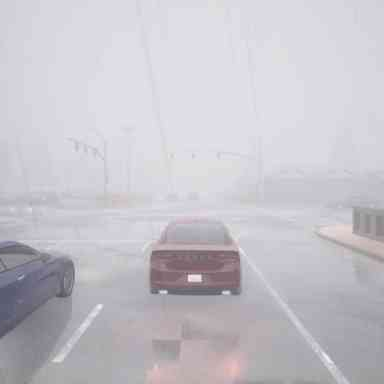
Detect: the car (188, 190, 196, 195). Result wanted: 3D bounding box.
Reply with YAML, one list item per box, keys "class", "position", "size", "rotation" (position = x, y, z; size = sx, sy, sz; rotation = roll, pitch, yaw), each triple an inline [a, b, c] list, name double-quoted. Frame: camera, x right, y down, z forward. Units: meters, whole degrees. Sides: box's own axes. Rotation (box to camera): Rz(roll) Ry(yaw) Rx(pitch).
- class: "car"
  position: [0.017, 0.104, 88.062]
  size: [1.895, 1.301, 4.718]
  rotation: [0, 1, 0]

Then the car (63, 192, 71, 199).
- class: "car"
  position: [-21.061, 0.639, 57.469]
  size: [1.895, 1.301, 4.718]
  rotation: [0, 1, 0]

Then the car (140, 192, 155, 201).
- class: "car"
  position: [-6.890, 0.686, 51.622]
  size: [2.033, 1.411, 5.357]
  rotation: [0, 1, 0]

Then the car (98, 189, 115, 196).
- class: "car"
  position: [-17.487, 0.354, 69.575]
  size: [2.128, 1.511, 4.902]
  rotation: [0, 1, 0]

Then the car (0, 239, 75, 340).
- class: "car"
  position: [-3.434, 1.458, 5.276]
  size: [1.812, 1.442, 4.674]
  rotation: [0, 1, 0]

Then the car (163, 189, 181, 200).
- class: "car"
  position: [-3.389, 0.595, 57.816]
  size: [1.994, 1.385, 4.181]
  rotation: [0, 1, 0]

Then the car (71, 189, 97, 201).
- class: "car"
  position: [-17.574, 0.567, 54.482]
  size: [1.882, 1.535, 5.008]
  rotation: [0, 1, 0]

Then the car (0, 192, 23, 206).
- class: "car"
  position: [-21.089, 0.821, 39.803]
  size: [1.882, 1.535, 5.008]
  rotation: [0, 1, 0]

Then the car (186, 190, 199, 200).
- class: "car"
  position: [0.111, 0.549, 57.062]
  size: [1.837, 1.490, 4.892]
  rotation: [0, 1, 0]

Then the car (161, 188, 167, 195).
- class: "car"
  position: [-6.983, -0.156, 89.200]
  size: [2.097, 1.767, 4.553]
  rotation: [0, 1, 1]

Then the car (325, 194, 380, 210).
- class: "car"
  position: [15.514, 0.979, 32.251]
  size: [4.892, 1.490, 1.837]
  rotation: [0, 1, 2]

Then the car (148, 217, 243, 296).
- class: "car"
  position: [0.114, 1.361, 8.460]
  size: [1.882, 1.535, 5.008]
  rotation: [0, 1, 1]

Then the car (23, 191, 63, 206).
- class: "car"
  position: [-17.589, 0.698, 39.590]
  size: [2.097, 1.767, 4.553]
  rotation: [0, 1, 0]

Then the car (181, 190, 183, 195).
- class: "car"
  position: [-3.483, 0.056, 87.615]
  size: [2.033, 1.411, 5.357]
  rotation: [0, 1, 0]
